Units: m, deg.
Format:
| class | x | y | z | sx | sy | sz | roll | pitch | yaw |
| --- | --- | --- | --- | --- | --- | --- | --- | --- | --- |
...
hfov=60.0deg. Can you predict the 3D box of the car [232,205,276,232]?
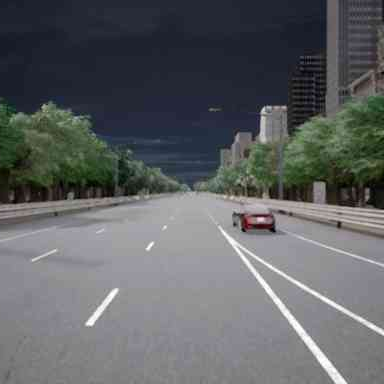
| class | x | y | z | sx | sy | sz | roll | pitch | yaw |
| --- | --- | --- | --- | --- | --- | --- | --- | --- | --- |
| car | 3.608 | 1.505 | 19.988 | 2.163 | 1.488 | 4.792 | 0 | 0 | -1 |
